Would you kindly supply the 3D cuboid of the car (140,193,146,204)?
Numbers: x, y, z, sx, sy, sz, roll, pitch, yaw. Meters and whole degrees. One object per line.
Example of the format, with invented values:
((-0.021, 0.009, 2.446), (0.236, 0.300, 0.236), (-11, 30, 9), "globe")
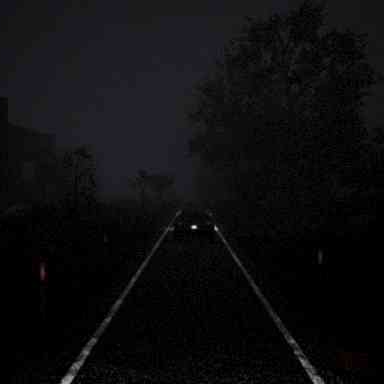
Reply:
((-9.024, 1.288, 51.635), (2.097, 1.535, 5.008), (0, 0, 2), "car")

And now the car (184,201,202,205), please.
((0.104, 1.564, 32.644), (1.994, 1.385, 4.181), (0, 0, 0), "car")

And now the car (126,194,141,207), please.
((-9.018, 1.303, 46.087), (2.097, 1.535, 5.008), (0, 0, 2), "car")

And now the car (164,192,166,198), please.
((-9.062, 1.326, 90.431), (2.163, 1.488, 4.792), (0, -1, -2), "car")

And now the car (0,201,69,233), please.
((-8.990, 1.318, 18.356), (2.097, 1.535, 5.008), (0, 0, 2), "car")

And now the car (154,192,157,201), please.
((-9.041, 1.346, 68.264), (2.002, 1.452, 4.674), (0, 0, 0), "car")

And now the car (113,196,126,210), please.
((-9.015, 1.308, 35.835), (1.946, 1.575, 5.366), (0, 0, 2), "car")

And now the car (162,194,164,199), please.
((-9.057, 1.293, 84.920), (2.231, 1.521, 4.892), (0, -1, -2), "car")

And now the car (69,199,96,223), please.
((-8.995, 1.334, 23.897), (2.231, 1.521, 4.892), (0, 1, 2), "car")

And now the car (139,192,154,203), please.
((-9.033, 1.066, 61.519), (2.435, 2.045, 5.566), (0, 0, 1), "car")

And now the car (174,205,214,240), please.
((0.100, 1.588, 17.256), (1.994, 1.385, 4.181), (0, 0, 0), "car")

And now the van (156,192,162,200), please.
((-9.057, 1.087, 79.235), (1.878, 1.987, 4.442), (0, 0, 2), "van")

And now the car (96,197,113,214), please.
((-9.001, 1.329, 29.453), (2.097, 1.535, 5.008), (0, 0, 2), "car")
